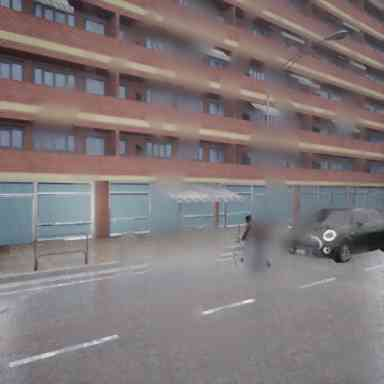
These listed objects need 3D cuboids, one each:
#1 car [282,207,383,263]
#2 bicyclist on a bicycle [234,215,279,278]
[{"bbox_3d":[5.348,1.354,12.070,4.553,1.767,2.097,0,0,-35],"label":"car"},{"bbox_3d":[1.695,1.455,9.036,0.582,1.620,1.656,0,-2,-35],"label":"bicyclist on a bicycle"}]
